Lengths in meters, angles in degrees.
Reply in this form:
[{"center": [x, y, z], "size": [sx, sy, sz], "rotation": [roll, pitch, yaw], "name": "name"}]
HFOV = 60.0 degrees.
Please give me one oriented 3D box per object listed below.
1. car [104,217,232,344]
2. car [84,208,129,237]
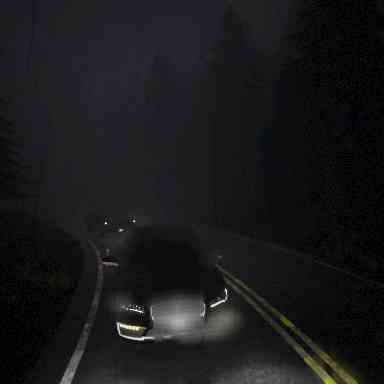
[{"center": [-0.644, 1.494, 6.793], "size": [1.837, 1.490, 4.892], "rotation": [-1, 0, -11], "name": "car"}, {"center": [-4.629, 1.610, 18.533], "size": [1.895, 1.301, 4.718], "rotation": [-3, 1, -29], "name": "car"}]
